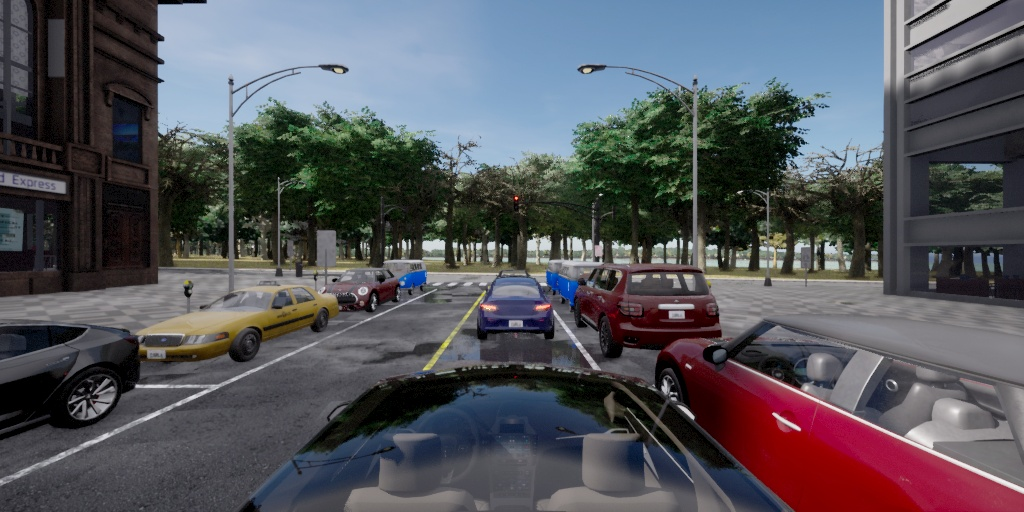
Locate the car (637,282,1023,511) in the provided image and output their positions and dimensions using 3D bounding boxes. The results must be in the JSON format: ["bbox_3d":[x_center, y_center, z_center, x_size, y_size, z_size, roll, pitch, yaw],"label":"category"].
[{"bbox_3d":[2.763,1.190,2.956,1.967,1.591,4.097,0,0,0],"label":"car"}]

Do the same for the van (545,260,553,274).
[{"bbox_3d":[2.759,1.092,19.269,1.690,1.789,3.998,0,0,0],"label":"van"}]

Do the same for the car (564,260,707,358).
[{"bbox_3d":[2.761,1.065,8.394,2.192,1.841,5.009,0,0,0],"label":"car"}]

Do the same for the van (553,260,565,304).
[{"bbox_3d":[2.760,1.091,13.831,1.690,1.789,3.998,0,0,0],"label":"van"}]

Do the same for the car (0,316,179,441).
[{"bbox_3d":[-5.763,1.316,2.954,1.948,1.339,4.313,0,0,0],"label":"car"}]

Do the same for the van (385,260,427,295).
[{"bbox_3d":[-5.766,1.092,19.267,1.690,1.789,3.998,0,0,0],"label":"van"}]

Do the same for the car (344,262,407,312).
[{"bbox_3d":[-5.765,1.190,13.829,1.967,1.591,4.097,0,0,0],"label":"car"}]

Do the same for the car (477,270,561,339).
[{"bbox_3d":[0.097,1.276,9.931,1.812,1.442,4.674,0,0,0],"label":"car"}]

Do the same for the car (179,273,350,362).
[{"bbox_3d":[-5.764,1.275,8.222,1.751,1.417,4.829,0,0,0],"label":"car"}]
